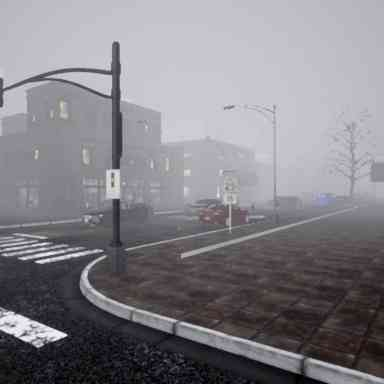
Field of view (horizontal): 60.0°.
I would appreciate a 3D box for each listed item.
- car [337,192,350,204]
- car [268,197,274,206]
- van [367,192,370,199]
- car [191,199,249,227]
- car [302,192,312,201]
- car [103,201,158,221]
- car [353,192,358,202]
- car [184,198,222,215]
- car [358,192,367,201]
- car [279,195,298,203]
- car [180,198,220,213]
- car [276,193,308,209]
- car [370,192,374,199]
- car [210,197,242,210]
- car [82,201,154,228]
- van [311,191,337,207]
[{"bbox_3d":[23.467,1.173,52.297,1.947,1.339,4.313,0,1,35],"label":"car"},{"bbox_3d":[12.066,1.219,45.879,1.812,1.442,4.674,0,0,35],"label":"car"},{"bbox_3d":[36.020,0.805,70.490,1.690,1.788,3.998,0,1,35],"label":"van"},{"bbox_3d":[2.175,1.403,21.436,1.887,1.381,4.507,0,1,35],"label":"car"},{"bbox_3d":[22.845,0.862,66.152,2.192,1.841,5.009,0,1,35],"label":"car"},{"bbox_3d":[-4.723,1.452,26.195,1.802,1.307,4.206,0,1,35],"label":"car"},{"bbox_3d":[26.605,1.116,56.846,1.887,1.381,4.507,0,1,35],"label":"car"},{"bbox_3d":[1.368,1.346,30.467,1.812,1.442,4.674,0,1,34],"label":"car"},{"bbox_3d":[32.882,0.939,65.942,1.967,1.590,4.097,0,1,35],"label":"car"},{"bbox_3d":[16.569,1.201,57.056,1.802,1.307,4.206,0,1,35],"label":"car"},{"bbox_3d":[0.878,1.355,34.314,2.008,1.369,4.403,0,1,35],"label":"car"},{"bbox_3d":[12.252,1.194,40.633,1.882,1.535,5.008,0,0,34],"label":"car"},{"bbox_3d":[39.158,0.973,75.040,1.887,1.381,4.507,0,1,35],"label":"car"},{"bbox_3d":[4.016,1.333,38.862,1.947,1.339,4.313,0,1,35],"label":"car"},{"bbox_3d":[-4.801,1.384,21.531,2.128,1.511,4.902,0,0,35],"label":"car"},{"bbox_3d":[17.191,1.021,43.198,1.690,1.788,3.998,0,1,35],"label":"van"}]
